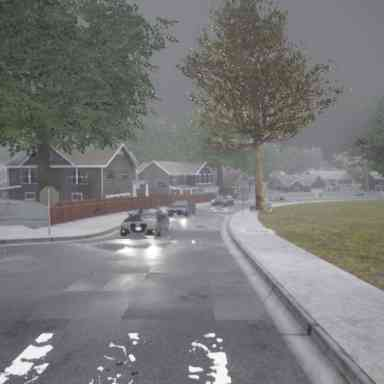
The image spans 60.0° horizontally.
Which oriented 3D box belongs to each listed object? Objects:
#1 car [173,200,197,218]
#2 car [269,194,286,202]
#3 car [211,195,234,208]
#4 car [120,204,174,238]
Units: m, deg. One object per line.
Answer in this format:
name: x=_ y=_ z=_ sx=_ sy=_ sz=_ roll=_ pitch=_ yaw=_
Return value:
car: x=-0.825 y=1.451 z=30.014 sx=2.033 sy=1.411 sz=5.357 roll=1 pitch=0 yaw=12
car: x=17.335 y=1.195 z=67.272 sx=2.128 sy=1.511 sz=4.902 roll=2 pitch=2 yaw=39
car: x=4.292 y=1.176 z=46.035 sx=2.097 sy=1.767 sz=4.553 roll=1 pitch=1 yaw=24
car: x=-2.364 y=1.529 z=17.526 sx=1.994 sy=1.385 sz=4.181 roll=0 pitch=0 yaw=4
